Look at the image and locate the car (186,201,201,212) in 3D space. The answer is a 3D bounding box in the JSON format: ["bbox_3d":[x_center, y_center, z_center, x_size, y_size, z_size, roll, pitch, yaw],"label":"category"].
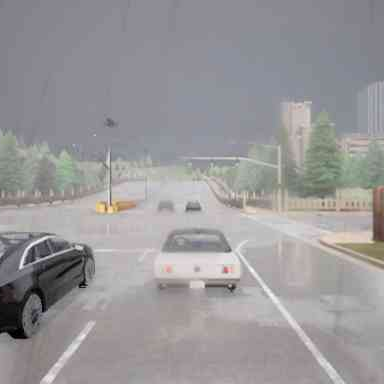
[{"bbox_3d":[0.175,1.811,43.686,1.994,1.385,4.181,0,0,0],"label":"car"}]

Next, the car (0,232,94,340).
[{"bbox_3d":[-3.391,1.530,6.573,2.128,1.511,4.902,0,0,0],"label":"car"}]

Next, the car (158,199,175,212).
[{"bbox_3d":[-3.327,1.750,43.485,1.837,1.490,4.892,0,0,0],"label":"car"}]

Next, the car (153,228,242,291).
[{"bbox_3d":[0.114,1.653,9.139,1.895,1.301,4.718,0,0,0],"label":"car"}]
